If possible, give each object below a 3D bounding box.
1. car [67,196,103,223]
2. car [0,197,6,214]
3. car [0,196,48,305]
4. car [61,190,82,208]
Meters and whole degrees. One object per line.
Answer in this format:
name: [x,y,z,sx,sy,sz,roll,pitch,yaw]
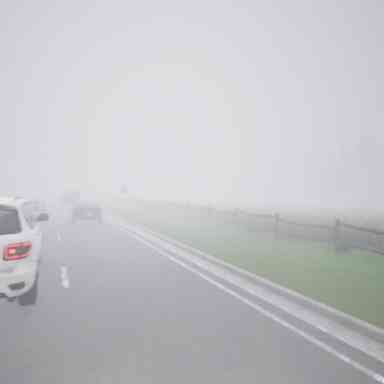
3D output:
car: [-7.458,1.289,23.306,1.882,1.535,5.008,2,0,-23]
car: [-16.801,1.086,27.485,1.895,1.301,4.718,2,0,-23]
car: [-4.572,1.081,7.495,2.150,2.045,5.566,2,0,-23]
car: [-14.456,0.838,39.964,2.150,2.045,5.566,2,0,-23]
